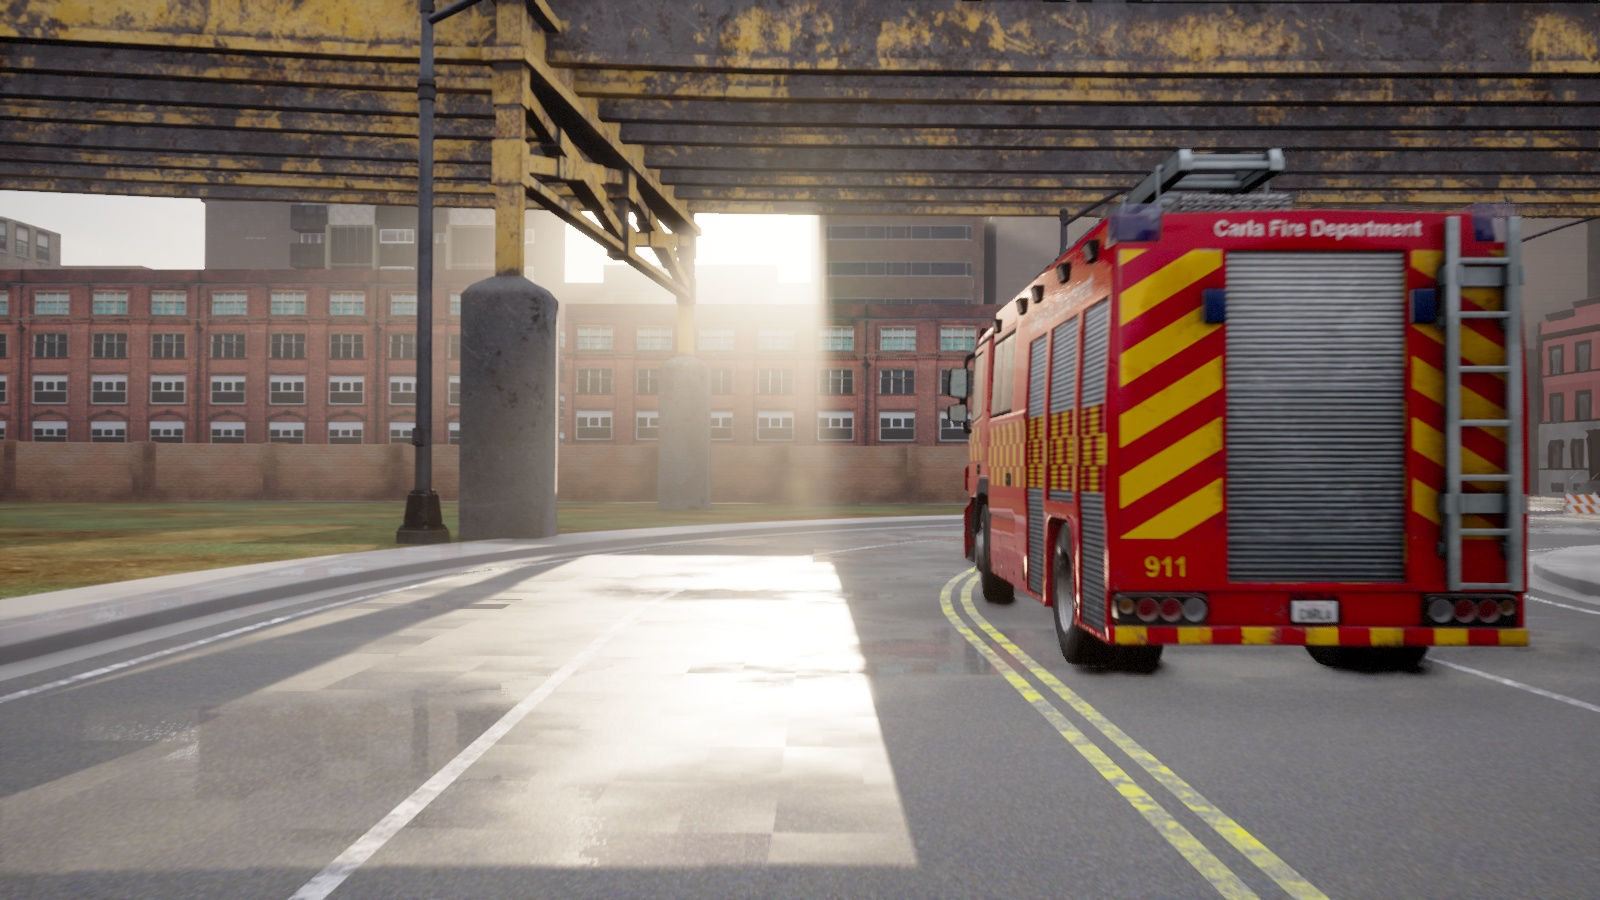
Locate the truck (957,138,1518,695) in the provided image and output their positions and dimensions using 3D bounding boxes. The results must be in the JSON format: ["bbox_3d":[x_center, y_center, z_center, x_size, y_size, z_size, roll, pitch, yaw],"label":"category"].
[{"bbox_3d":[3.533,-0.171,12.896,2.891,3.827,8.468,0,-1,1],"label":"truck"}]
